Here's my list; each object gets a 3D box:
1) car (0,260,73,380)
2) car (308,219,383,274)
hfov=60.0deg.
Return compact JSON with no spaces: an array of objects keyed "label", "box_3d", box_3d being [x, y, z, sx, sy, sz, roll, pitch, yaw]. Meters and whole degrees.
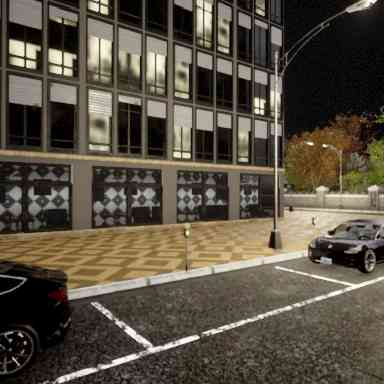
[{"label":"car","box_3d":[-3.677,1.566,3.935,4.313,1.339,1.947,0,0,-36]},{"label":"car","box_3d":[5.551,1.561,10.623,4.313,1.339,1.947,0,0,-36]}]
